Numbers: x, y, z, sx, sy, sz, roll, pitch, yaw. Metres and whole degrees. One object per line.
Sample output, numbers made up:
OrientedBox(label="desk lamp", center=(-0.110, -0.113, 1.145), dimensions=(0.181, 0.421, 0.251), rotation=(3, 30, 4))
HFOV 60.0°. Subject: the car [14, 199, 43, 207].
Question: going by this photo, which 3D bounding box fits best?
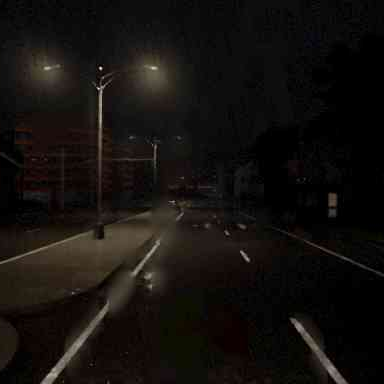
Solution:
OrientedBox(label="car", center=(-27.518, 1.802, 55.146), dimensions=(4.718, 1.301, 1.895), rotation=(0, 0, 0))
